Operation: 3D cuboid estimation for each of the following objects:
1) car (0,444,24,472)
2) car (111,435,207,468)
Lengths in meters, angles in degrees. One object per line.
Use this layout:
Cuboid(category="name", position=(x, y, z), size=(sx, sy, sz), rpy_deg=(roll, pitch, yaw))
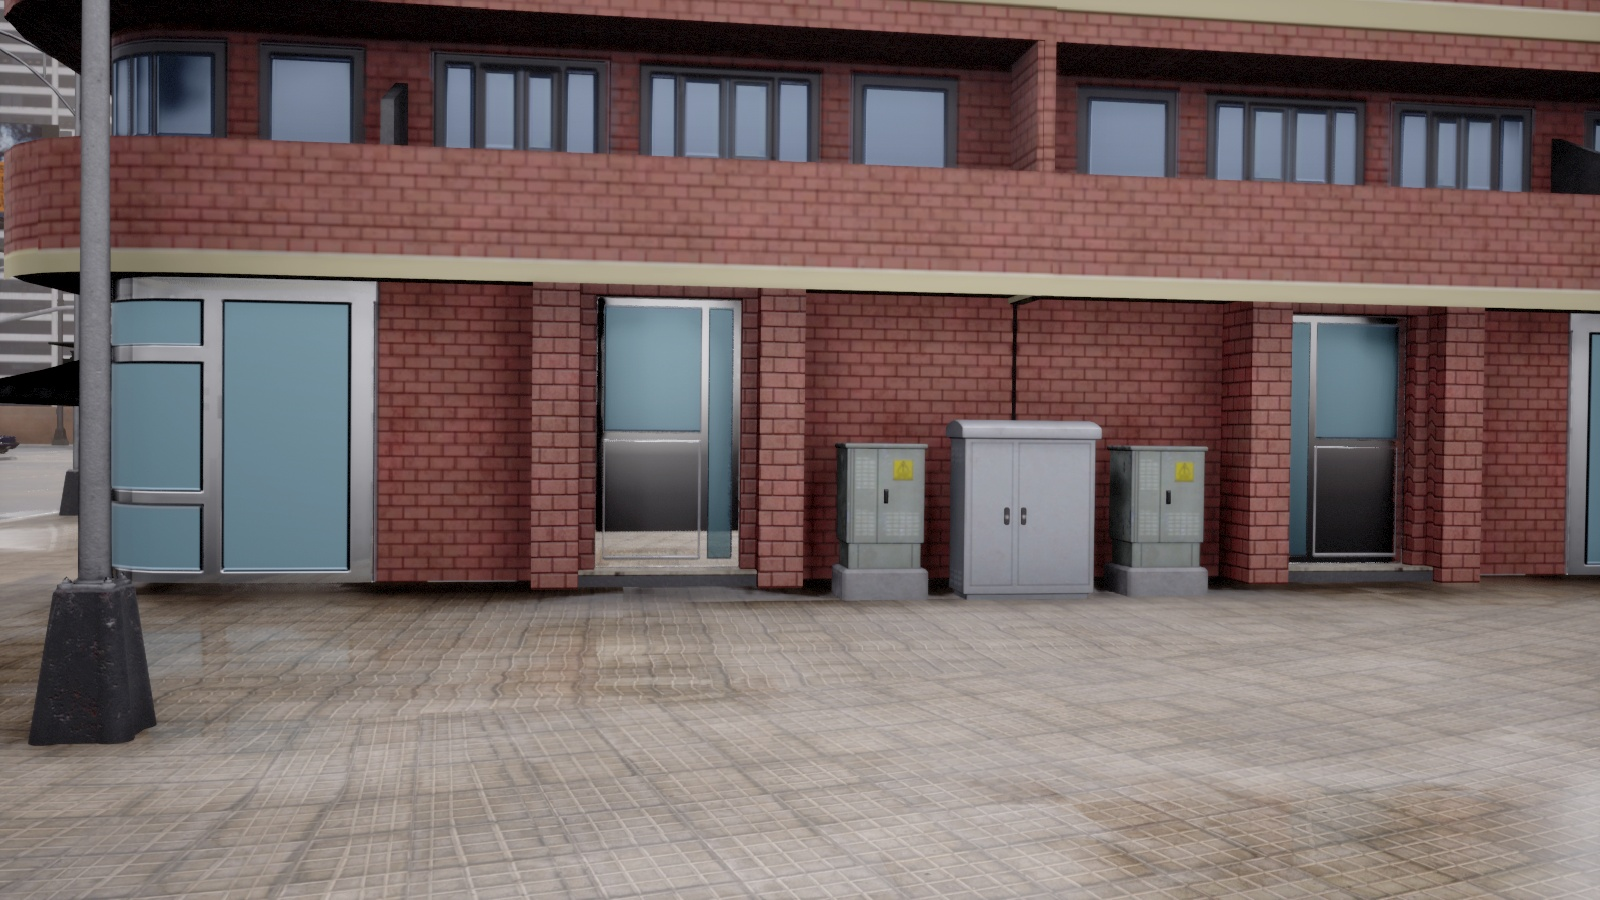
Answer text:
Cuboid(category="car", position=(-39.989, 0.412, 59.840), size=(4.718, 1.301, 1.895), rpy_deg=(-1, 1, -7))
Cuboid(category="car", position=(-32.792, 0.059, 64.348), size=(3.988, 1.617, 1.851), rpy_deg=(-1, 1, -8))
